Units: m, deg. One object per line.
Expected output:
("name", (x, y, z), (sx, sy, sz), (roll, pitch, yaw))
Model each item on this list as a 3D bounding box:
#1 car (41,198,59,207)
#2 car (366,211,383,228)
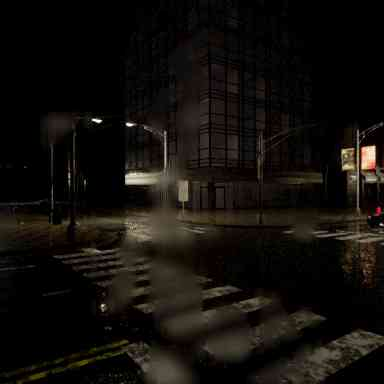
("car", (-22.491, 1.658, 52.564), (2.033, 1.411, 5.357), (0, 0, -35))
("car", (12.960, 1.606, 20.811), (4.718, 1.301, 1.895), (0, 0, -35))
